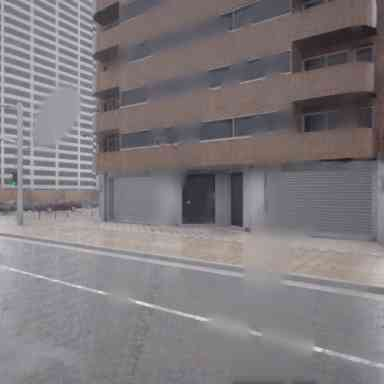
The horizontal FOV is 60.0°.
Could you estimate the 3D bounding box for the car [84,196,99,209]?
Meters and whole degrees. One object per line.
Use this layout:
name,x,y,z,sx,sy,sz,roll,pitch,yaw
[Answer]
car,-13.825,1.564,45.600,1.994,1.385,4.181,0,0,35

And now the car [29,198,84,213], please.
car,-15.148,1.478,37.560,1.882,1.535,5.008,0,0,35

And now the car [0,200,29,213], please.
car,-19.519,1.547,37.400,2.033,1.411,5.357,0,0,35
